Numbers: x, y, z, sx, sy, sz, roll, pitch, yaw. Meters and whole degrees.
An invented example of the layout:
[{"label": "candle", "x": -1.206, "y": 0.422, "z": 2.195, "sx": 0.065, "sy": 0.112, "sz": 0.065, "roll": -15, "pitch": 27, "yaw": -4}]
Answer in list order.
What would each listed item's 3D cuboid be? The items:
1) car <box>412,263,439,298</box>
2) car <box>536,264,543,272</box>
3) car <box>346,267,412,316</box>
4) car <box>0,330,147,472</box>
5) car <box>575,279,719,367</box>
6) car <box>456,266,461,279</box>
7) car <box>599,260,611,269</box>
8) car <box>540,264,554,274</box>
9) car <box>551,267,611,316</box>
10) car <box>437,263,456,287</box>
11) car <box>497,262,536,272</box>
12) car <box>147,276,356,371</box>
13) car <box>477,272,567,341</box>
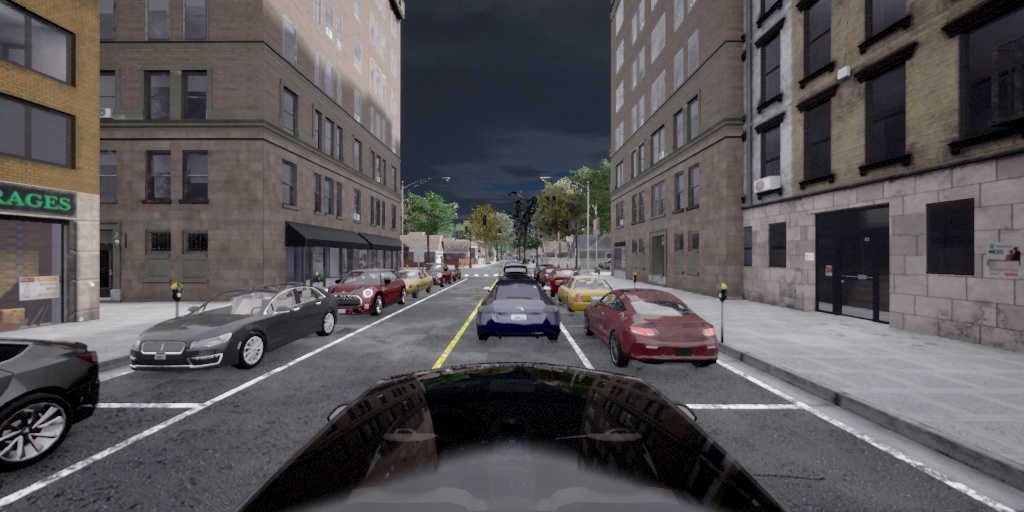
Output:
[{"label": "car", "x": -5.305, "y": 1.289, "z": 18.528, "sx": 1.751, "sy": 1.417, "sz": 4.829, "roll": 0, "pitch": 0, "yaw": 0}, {"label": "car", "x": 2.751, "y": 1.352, "z": 24.176, "sx": 1.802, "sy": 1.307, "sz": 4.207, "roll": 0, "pitch": 0, "yaw": 0}, {"label": "car", "x": -5.334, "y": 1.198, "z": 13.180, "sx": 1.967, "sy": 1.591, "sz": 4.097, "roll": 0, "pitch": 0, "yaw": 0}, {"label": "car", "x": -5.393, "y": 1.316, "z": 2.143, "sx": 1.948, "sy": 1.339, "sz": 4.313, "roll": 0, "pitch": 0, "yaw": 0}, {"label": "car", "x": 2.662, "y": 1.335, "z": 7.621, "sx": 1.802, "sy": 1.307, "sz": 4.207, "roll": 0, "pitch": 0, "yaw": 0}, {"label": "car", "x": -5.245, "y": 1.358, "z": 29.736, "sx": 1.802, "sy": 1.307, "sz": 4.207, "roll": 0, "pitch": 0, "yaw": 0}, {"label": "car", "x": 14.992, "y": 1.193, "z": 49.349, "sx": 4.902, "sy": 1.511, "sz": 2.128, "roll": 0, "pitch": 0, "yaw": 0}, {"label": "car", "x": 2.721, "y": 1.309, "z": 18.658, "sx": 1.888, "sy": 1.381, "sz": 4.507, "roll": 0, "pitch": 0, "yaw": 0}, {"label": "car", "x": 2.692, "y": 1.284, "z": 13.310, "sx": 1.751, "sy": 1.417, "sz": 4.829, "roll": 0, "pitch": 0, "yaw": 0}, {"label": "car", "x": -5.274, "y": 1.210, "z": 24.217, "sx": 1.967, "sy": 1.591, "sz": 4.097, "roll": 0, "pitch": 0, "yaw": 0}, {"label": "car", "x": 0.195, "y": 1.273, "z": 20.817, "sx": 1.837, "sy": 1.490, "sz": 4.892, "roll": 0, "pitch": 0, "yaw": 0}, {"label": "car", "x": -5.363, "y": 1.304, "z": 7.661, "sx": 2.007, "sy": 1.370, "sz": 4.403, "roll": 0, "pitch": 0, "yaw": 0}, {"label": "car", "x": 0.142, "y": 1.319, "z": 9.918, "sx": 1.994, "sy": 1.385, "sz": 4.181, "roll": 0, "pitch": 0, "yaw": 0}]
